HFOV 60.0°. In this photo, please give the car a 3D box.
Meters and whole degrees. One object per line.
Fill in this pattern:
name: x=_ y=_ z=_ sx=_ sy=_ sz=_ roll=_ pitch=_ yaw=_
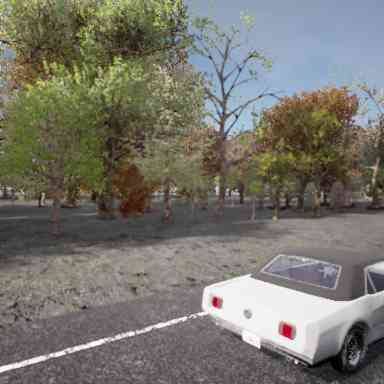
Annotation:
car: x=2.547 y=1.619 z=5.632 sx=4.718 sy=1.301 sz=1.895 roll=0 pitch=0 yaw=-37
